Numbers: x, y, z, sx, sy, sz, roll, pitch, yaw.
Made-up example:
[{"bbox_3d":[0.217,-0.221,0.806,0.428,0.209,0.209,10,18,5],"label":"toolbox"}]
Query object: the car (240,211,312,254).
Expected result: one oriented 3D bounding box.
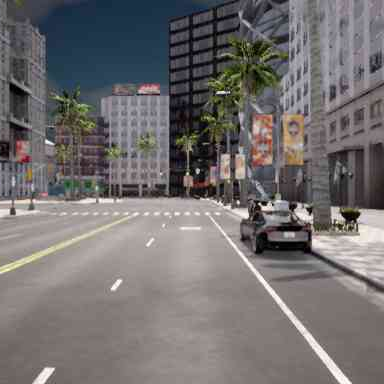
[{"bbox_3d":[3.145,1.460,13.194,2.161,1.482,4.786,0,0,-1],"label":"car"}]
